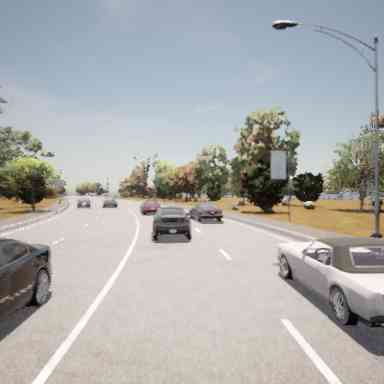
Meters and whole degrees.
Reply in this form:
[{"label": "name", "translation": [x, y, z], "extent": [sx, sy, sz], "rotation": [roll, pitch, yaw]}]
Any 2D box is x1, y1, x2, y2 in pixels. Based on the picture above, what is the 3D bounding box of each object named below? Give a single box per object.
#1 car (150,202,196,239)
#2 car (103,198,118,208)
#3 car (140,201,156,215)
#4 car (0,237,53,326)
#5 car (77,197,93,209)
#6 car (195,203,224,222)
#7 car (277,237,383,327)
[{"label": "car", "translation": [-1.125, 1.510, 17.342], "extent": [1.837, 1.490, 4.892], "rotation": [0, 0, -7]}, {"label": "car", "translation": [-11.655, 1.588, 47.403], "extent": [1.994, 1.385, 4.181], "rotation": [0, 0, -17]}, {"label": "car", "translation": [-4.352, 1.578, 34.835], "extent": [1.994, 1.385, 4.181], "rotation": [0, 0, -13]}, {"label": "car", "translation": [-3.812, 1.487, 5.092], "extent": [1.882, 1.535, 5.008], "rotation": [0, 0, -3]}, {"label": "car", "translation": [-15.185, 1.519, 46.978], "extent": [2.128, 1.511, 4.902], "rotation": [0, 0, -17]}, {"label": "car", "translation": [1.038, 1.551, 26.542], "extent": [2.033, 1.411, 5.357], "rotation": [0, 0, -11]}, {"label": "car", "translation": [3.318, 1.594, 7.004], "extent": [1.895, 1.301, 4.718], "rotation": [0, 0, -3]}]
